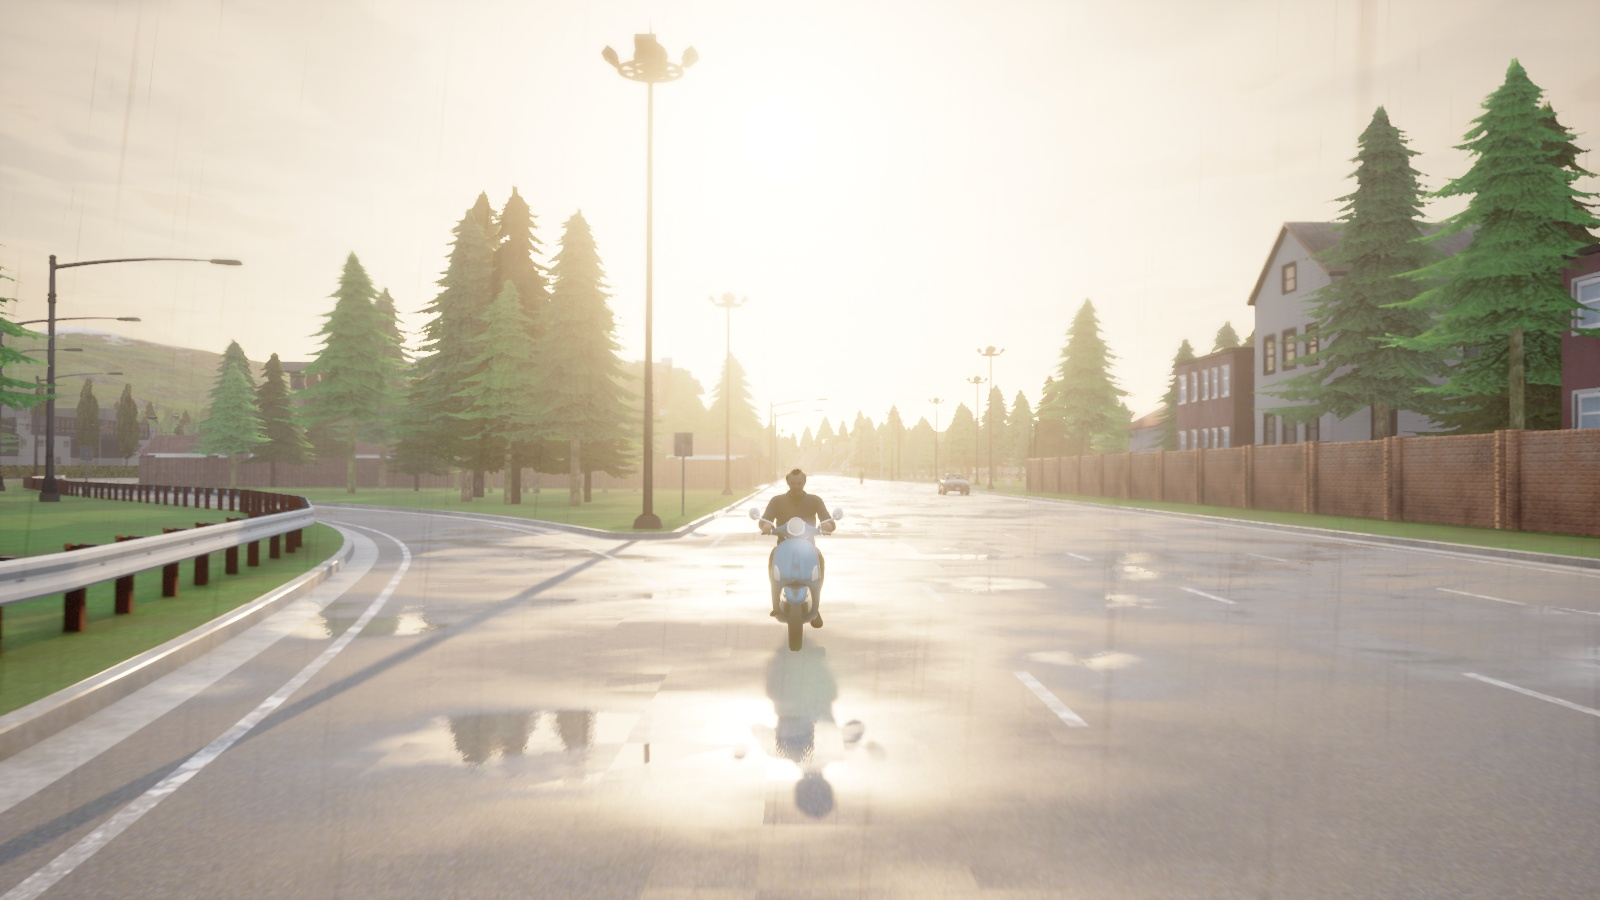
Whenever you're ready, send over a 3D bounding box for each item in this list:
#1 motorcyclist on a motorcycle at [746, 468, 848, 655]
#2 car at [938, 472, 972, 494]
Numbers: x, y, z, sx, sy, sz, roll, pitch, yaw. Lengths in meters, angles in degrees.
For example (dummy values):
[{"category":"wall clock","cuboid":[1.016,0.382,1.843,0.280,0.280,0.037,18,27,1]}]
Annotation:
[{"category":"motorcyclist on a motorcycle","cuboid":[-0.029,0.965,11.598,0.866,1.590,1.817,0,-1,0]},{"category":"car","cuboid":[10.444,2.222,84.813,1.816,1.474,4.193,0,-1,0]}]
